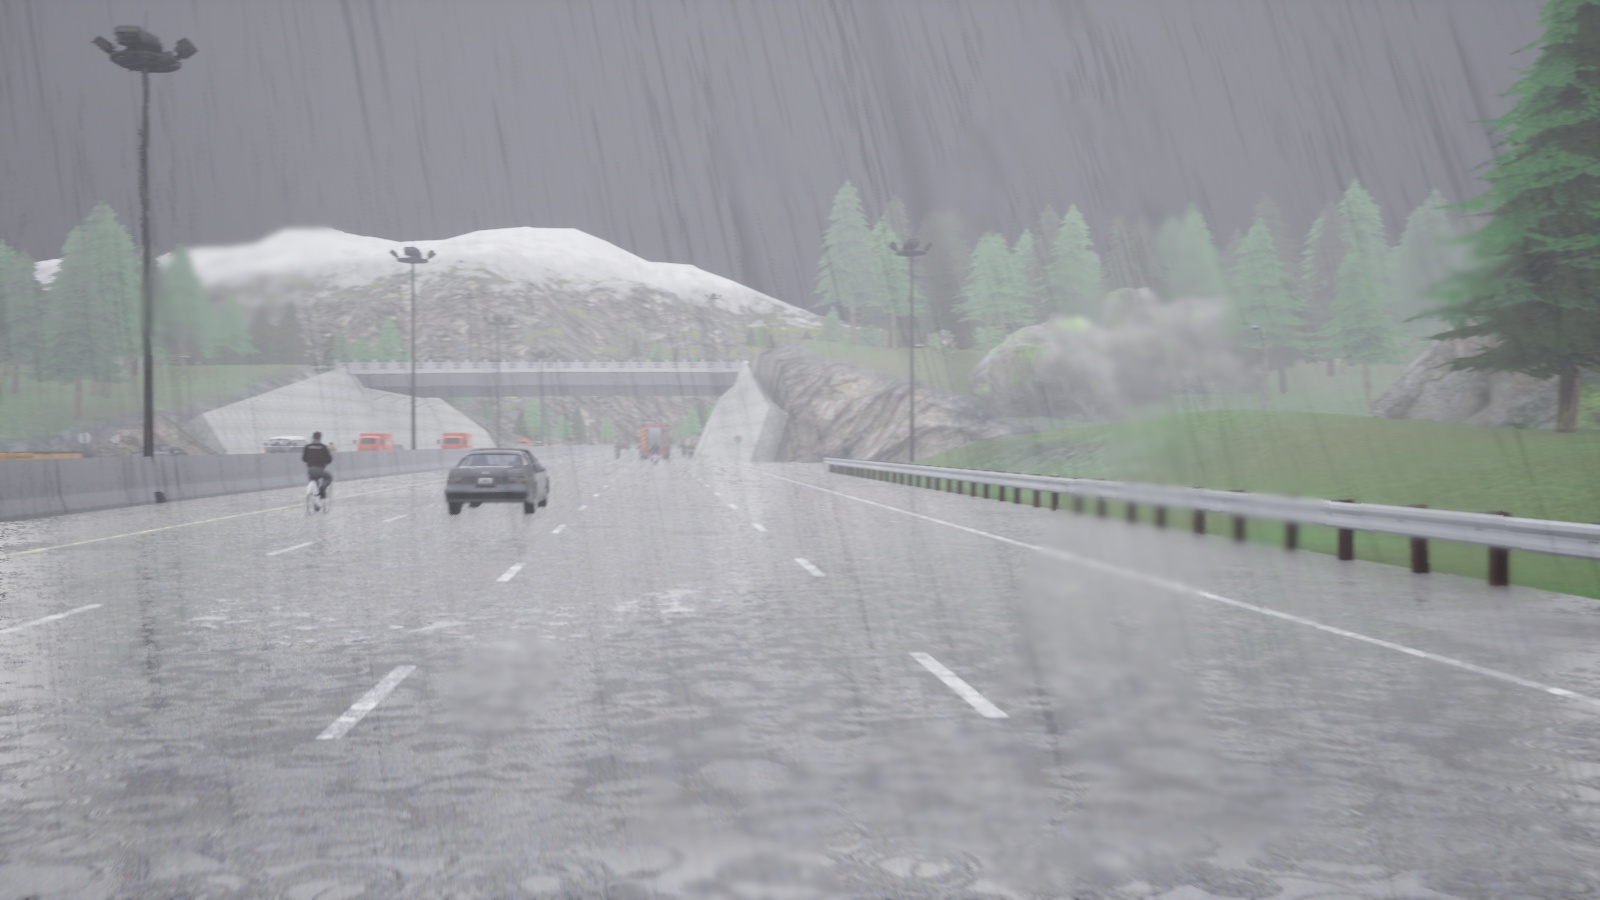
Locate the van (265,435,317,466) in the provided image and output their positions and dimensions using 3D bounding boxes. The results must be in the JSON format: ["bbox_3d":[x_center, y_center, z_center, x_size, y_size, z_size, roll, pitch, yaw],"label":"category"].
[{"bbox_3d":[-34.039,0.012,84.097,2.069,2.038,4.480,0,0,-6],"label":"van"}]

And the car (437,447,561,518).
[{"bbox_3d":[-6.578,0.639,28.002,2.033,1.411,5.357,0,0,-6],"label":"car"}]

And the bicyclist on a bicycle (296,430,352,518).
[{"bbox_3d":[-9.892,0.474,26.152,0.659,1.776,1.843,0,1,-6],"label":"bicyclist on a bicycle"}]

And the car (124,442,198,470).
[{"bbox_3d":[-36.095,0.320,71.105,2.128,1.511,4.902,0,0,-6],"label":"car"}]
